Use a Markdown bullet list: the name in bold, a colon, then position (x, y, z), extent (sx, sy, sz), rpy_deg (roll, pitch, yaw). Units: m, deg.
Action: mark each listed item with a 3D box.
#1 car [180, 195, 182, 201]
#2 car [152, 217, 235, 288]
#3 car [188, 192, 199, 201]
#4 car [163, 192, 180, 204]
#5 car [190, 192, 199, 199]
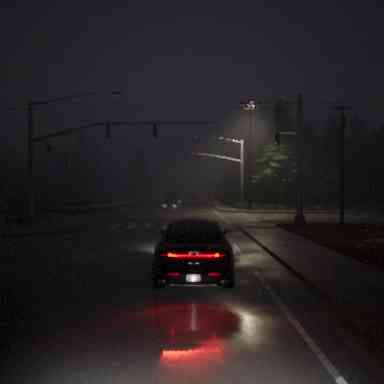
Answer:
- **car**: position (-3.274, 1.199, 71.549), extent (1.994, 1.385, 4.181), rpy_deg (0, 0, 1)
- **car**: position (0.049, 1.456, 9.073), extent (1.837, 1.490, 4.892), rpy_deg (0, 0, 1)
- **car**: position (0.293, 0.995, 73.765), extent (2.097, 1.767, 4.553), rpy_deg (0, 0, 2)
- **car**: position (-3.561, 0.954, 54.994), extent (2.150, 2.045, 5.566), rpy_deg (0, 0, 0)
- **car**: position (0.678, 0.890, 83.804), extent (2.097, 1.767, 4.553), rpy_deg (0, 0, 2)
